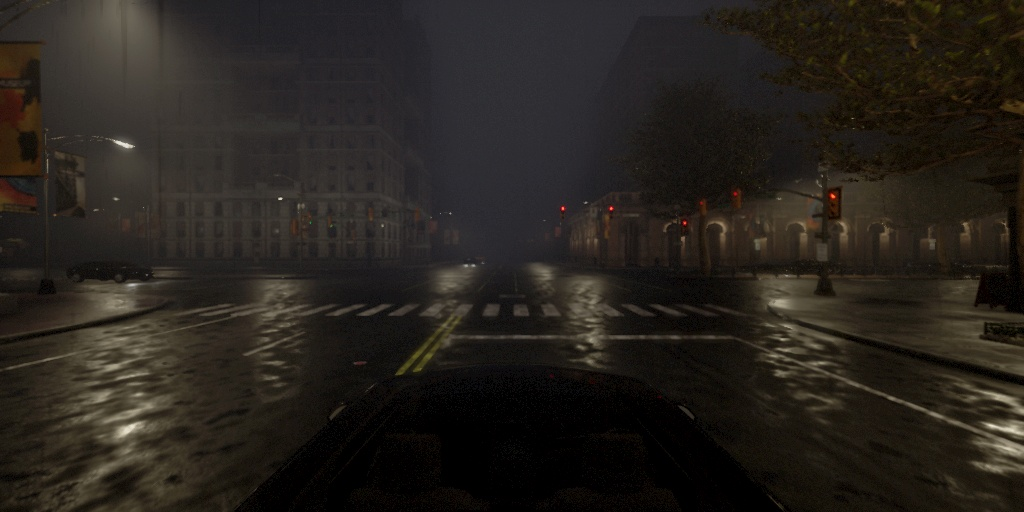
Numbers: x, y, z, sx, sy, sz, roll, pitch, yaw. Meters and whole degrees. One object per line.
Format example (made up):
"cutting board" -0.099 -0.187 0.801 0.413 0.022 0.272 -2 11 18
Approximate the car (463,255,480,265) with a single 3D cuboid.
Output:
"car" -7.008 0.774 60.658 1.994 1.385 4.181 0 1 1

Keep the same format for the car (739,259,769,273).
"car" 26.018 0.981 36.091 5.357 1.411 2.033 0 1 0

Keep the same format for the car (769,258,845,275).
"car" 26.724 0.970 32.586 4.892 1.490 1.837 0 1 0

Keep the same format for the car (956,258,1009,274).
"car" 43.960 1.067 32.461 4.718 1.301 1.895 0 1 1

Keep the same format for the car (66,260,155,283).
"car" -27.599 1.045 24.740 4.892 1.490 1.837 0 1 1

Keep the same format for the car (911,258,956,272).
"car" 43.074 0.925 35.963 4.902 1.511 2.128 0 1 0
